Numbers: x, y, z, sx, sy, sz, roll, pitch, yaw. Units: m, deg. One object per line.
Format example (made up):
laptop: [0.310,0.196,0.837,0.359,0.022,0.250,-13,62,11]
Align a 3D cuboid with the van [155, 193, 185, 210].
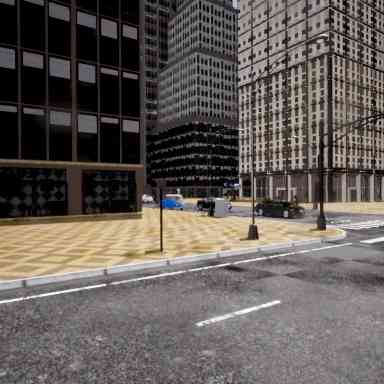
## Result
van: [-2.389,1.211,39.506,1.690,1.788,3.998,0,0,-34]

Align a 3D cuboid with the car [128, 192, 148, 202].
car: [-10.927,0.982,67.155,2.192,1.841,5.009,0,0,-34]

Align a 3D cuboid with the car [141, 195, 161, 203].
car: [-7.829,1.239,62.563,1.887,1.381,4.507,0,0,-34]

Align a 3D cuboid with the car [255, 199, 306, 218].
car: [7.684,1.420,29.191,1.837,1.490,4.892,-1,1,-34]

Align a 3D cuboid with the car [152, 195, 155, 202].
car: [-3.226,1.349,45.388,1.812,1.442,4.674,-1,1,-34]

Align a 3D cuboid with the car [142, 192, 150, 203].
car: [-8.554,1.254,58.998,1.812,1.442,4.674,-1,1,-34]

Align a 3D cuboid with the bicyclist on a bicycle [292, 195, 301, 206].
bicyclist on a bicycle: [11.998,1.119,38.415,1.656,1.620,0.582,-1,1,-34]

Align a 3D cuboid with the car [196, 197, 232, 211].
car: [2.417,1.362,37.004,2.128,1.511,4.902,-1,1,-34]

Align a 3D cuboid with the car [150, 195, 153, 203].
car: [-4.732,1.036,57.969,2.192,1.841,5.009,0,0,-34]
